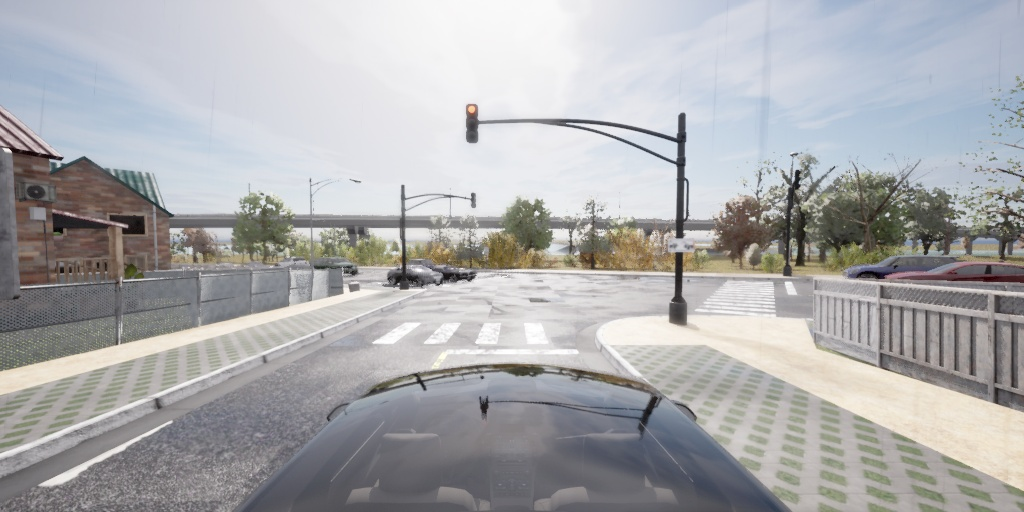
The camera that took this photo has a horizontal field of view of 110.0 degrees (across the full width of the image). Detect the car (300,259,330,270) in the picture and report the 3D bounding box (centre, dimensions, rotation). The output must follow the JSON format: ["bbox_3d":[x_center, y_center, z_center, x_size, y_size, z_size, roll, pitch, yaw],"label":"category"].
[{"bbox_3d":[-30.158,1.314,54.831,4.902,1.511,2.128,-1,2,36],"label":"car"}]

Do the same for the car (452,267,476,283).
[{"bbox_3d":[-5.093,1.406,28.443,4.718,1.301,1.895,0,2,36],"label":"car"}]

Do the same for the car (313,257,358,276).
[{"bbox_3d":[-18.803,1.139,38.403,5.566,2.045,2.150,0,2,36],"label":"car"}]

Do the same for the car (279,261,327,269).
[{"bbox_3d":[-21.001,1.536,35.998,4.892,1.490,1.837,0,2,36],"label":"car"}]

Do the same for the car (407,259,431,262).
[{"bbox_3d":[-9.760,1.094,36.087,4.553,1.767,2.097,0,2,36],"label":"car"}]

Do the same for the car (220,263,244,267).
[{"bbox_3d":[-39.112,1.713,49.285,4.674,1.442,1.812,-1,2,36],"label":"car"}]

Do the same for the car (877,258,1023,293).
[{"bbox_3d":[19.184,0.980,15.037,5.008,1.535,1.882,-1,2,36],"label":"car"}]

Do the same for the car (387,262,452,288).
[{"bbox_3d":[-7.007,1.409,25.815,4.902,1.511,2.128,0,2,36],"label":"car"}]

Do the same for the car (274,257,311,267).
[{"bbox_3d":[-32.088,1.156,52.266,5.566,2.045,2.150,0,2,37],"label":"car"}]

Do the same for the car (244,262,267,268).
[{"bbox_3d":[-37.237,1.568,51.937,4.902,1.511,2.128,-1,2,36],"label":"car"}]

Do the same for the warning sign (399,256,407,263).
[{"bbox_3d":[-14.238,0.716,46.795,1.060,1.860,1.300,0,0,36],"label":"warning sign"}]

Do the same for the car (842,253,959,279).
[{"bbox_3d":[20.047,0.753,18.422,4.553,1.767,2.097,0,2,36],"label":"car"}]
